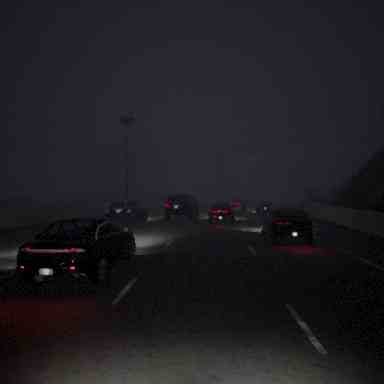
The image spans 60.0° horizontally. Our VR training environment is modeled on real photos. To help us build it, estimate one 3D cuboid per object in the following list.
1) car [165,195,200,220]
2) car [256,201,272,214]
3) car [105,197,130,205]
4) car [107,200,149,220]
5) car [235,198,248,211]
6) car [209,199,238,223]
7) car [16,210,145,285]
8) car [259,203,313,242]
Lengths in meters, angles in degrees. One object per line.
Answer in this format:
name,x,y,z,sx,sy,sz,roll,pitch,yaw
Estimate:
car,-0.752,1.252,28.421,2.150,2.045,5.566,0,0,10
car,7.934,1.618,35.862,1.994,1.385,4.181,0,0,13
car,-13.774,1.594,62.105,2.033,1.411,5.357,0,0,19
car,-4.793,1.372,25.172,2.097,1.767,4.553,0,0,8
car,6.006,1.563,42.508,1.837,1.490,4.892,0,0,15
car,2.366,1.539,25.743,1.837,1.490,4.892,0,0,9
car,-2.983,1.497,9.560,2.128,1.511,4.902,0,0,4
car,4.634,1.531,16.545,1.837,1.490,4.892,0,0,6
